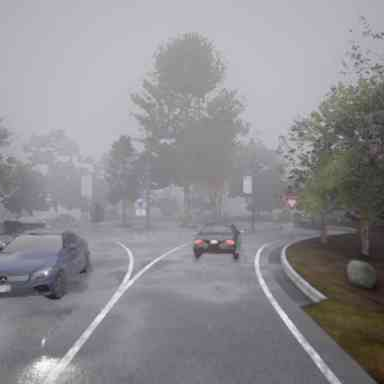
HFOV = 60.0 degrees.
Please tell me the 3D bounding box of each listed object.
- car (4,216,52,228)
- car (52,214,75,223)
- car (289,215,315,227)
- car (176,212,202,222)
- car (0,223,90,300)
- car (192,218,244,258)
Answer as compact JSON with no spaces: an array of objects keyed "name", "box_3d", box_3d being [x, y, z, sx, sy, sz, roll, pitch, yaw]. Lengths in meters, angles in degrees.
[{"name":"car","box_3d":[-13.546,2.669,26.878,5.008,1.535,1.882,-3,-4,44]},{"name":"car","box_3d":[-18.376,3.782,45.875,1.837,1.490,4.892,-3,-4,25]},{"name":"car","box_3d":[13.388,3.475,40.754,2.128,1.511,4.902,0,-3,-2]},{"name":"car","box_3d":[-0.327,4.130,55.849,4.553,1.767,2.097,0,-3,13]},{"name":"car","box_3d":[-4.005,1.762,8.989,1.812,1.442,4.674,0,-2,-5]},{"name":"car","box_3d":[1.273,2.062,14.952,2.033,1.411,5.357,-1,-3,10]}]
